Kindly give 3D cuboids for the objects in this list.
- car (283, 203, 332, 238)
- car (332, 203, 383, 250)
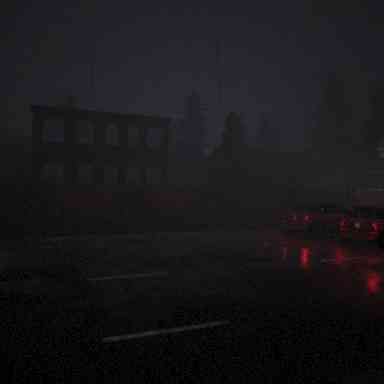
[{"bbox_3d":[7.148,1.350,17.503,4.553,1.767,2.097,1,0,-21],"label":"car"},{"bbox_3d":[8.715,1.392,14.359,4.553,1.767,2.097,1,0,-21],"label":"car"}]
